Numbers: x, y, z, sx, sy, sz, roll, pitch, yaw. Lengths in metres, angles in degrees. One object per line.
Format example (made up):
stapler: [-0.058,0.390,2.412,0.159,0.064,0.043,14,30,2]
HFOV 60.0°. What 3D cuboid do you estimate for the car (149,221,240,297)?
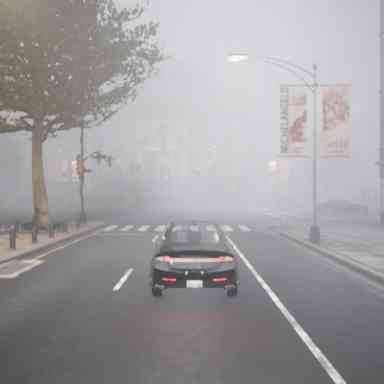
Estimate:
car: [0.059,1.484,8.573,2.128,1.511,4.902,0,0,0]

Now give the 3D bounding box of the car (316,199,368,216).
car: [14.369,1.451,32.166,5.008,1.535,1.882,0,0,0]
